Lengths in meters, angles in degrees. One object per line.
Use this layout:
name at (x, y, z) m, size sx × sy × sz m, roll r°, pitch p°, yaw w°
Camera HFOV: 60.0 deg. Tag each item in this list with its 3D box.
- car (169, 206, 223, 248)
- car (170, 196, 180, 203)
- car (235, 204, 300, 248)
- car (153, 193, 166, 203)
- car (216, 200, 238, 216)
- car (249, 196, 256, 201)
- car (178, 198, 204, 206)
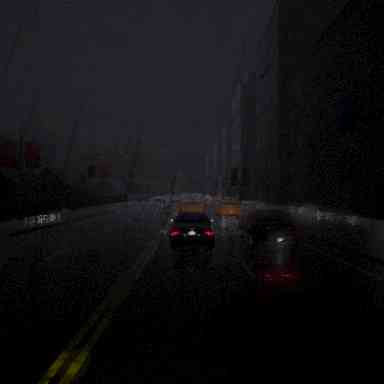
car at (0.000, 1.560, 14.650) m, size 2.033 × 1.411 × 5.357 m, roll 0°, pitch 0°, yaw 0°
car at (-3.250, 1.522, 67.736) m, size 1.812 × 1.442 × 4.674 m, roll 0°, pitch 0°, yaw 0°
car at (3.250, 1.514, 14.650) m, size 1.837 × 1.490 × 4.892 m, roll 0°, pitch 0°, yaw 0°
car at (-6.500, 1.288, 67.707) m, size 2.150 × 2.045 × 5.566 m, roll 0°, pitch 0°, yaw 0°
car at (3.250, 1.478, 29.649) m, size 1.882 × 1.535 × 5.008 m, roll 0°, pitch 0°, yaw 0°
car at (16.378, 1.534, 82.006) m, size 4.313 × 1.339 × 1.947 m, roll 0°, pitch 0°, yaw 0°
car at (0.000, 1.478, 29.650) m, size 1.882 × 1.535 × 5.008 m, roll 0°, pitch 0°, yaw 0°
